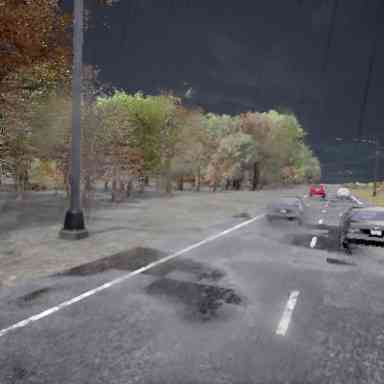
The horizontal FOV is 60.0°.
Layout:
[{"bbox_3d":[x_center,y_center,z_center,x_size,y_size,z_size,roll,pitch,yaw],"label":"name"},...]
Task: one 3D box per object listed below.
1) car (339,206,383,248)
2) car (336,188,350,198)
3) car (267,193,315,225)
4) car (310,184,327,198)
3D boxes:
[{"bbox_3d":[6.666,1.240,12.569,2.033,1.411,5.357,3,3,23],"label":"car"},{"bbox_3d":[23.550,0.175,51.810,1.812,1.442,4.674,3,3,23],"label":"car"},{"bbox_3d":[5.515,0.945,18.735,2.033,1.411,5.357,3,3,23],"label":"car"},{"bbox_3d":[18.982,-0.210,50.000,2.150,2.045,5.566,3,3,23],"label":"car"}]
